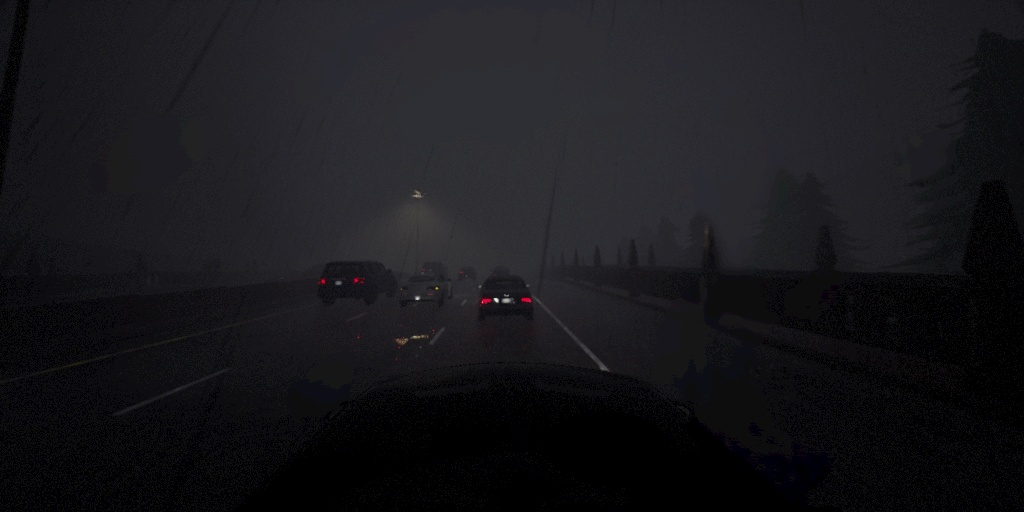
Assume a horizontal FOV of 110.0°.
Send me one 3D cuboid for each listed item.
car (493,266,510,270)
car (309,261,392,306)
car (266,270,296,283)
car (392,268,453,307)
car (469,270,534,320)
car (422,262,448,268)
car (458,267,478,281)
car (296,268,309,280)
[{"bbox_3d":[-1.093,1.687,34.095,1.812,1.442,4.674,-1,-2,-2],"label":"car"},{"bbox_3d":[-7.459,1.254,17.874,2.150,2.045,5.566,-1,0,-2],"label":"car"},{"bbox_3d":[-22.253,2.130,35.587,1.812,1.442,4.674,-1,-3,-2],"label":"car"},{"bbox_3d":[-3.907,1.487,16.758,1.812,1.442,4.674,-1,-1,-2],"label":"car"},{"bbox_3d":[-0.266,1.413,13.223,2.033,1.411,5.357,-1,-1,-2],"label":"car"},{"bbox_3d":[-8.257,1.706,38.536,2.150,2.045,5.566,-1,-3,-2],"label":"car"},{"bbox_3d":[-4.774,1.948,39.068,1.837,1.490,4.892,-1,-3,-2],"label":"car"},{"bbox_3d":[-18.768,1.761,35.933,2.150,2.045,5.566,-1,-3,-2],"label":"car"}]
